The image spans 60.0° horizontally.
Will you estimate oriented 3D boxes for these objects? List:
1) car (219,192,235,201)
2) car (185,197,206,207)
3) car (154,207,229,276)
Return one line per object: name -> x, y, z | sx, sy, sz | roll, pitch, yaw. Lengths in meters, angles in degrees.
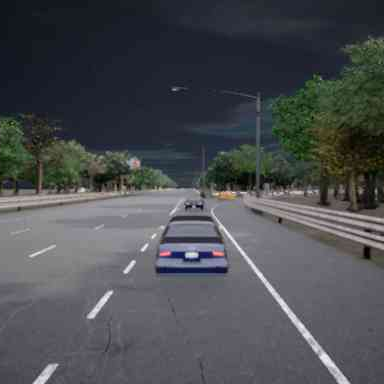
car -> 6.198, 0.692, 58.121 | 1.882, 1.535, 5.008 | 0, 0, 21
car -> 0.420, 1.123, 34.593 | 1.895, 1.301, 4.718 | 0, 1, 6
car -> -0.009, 1.410, 9.865 | 2.033, 1.411, 5.357 | 0, 1, 0
